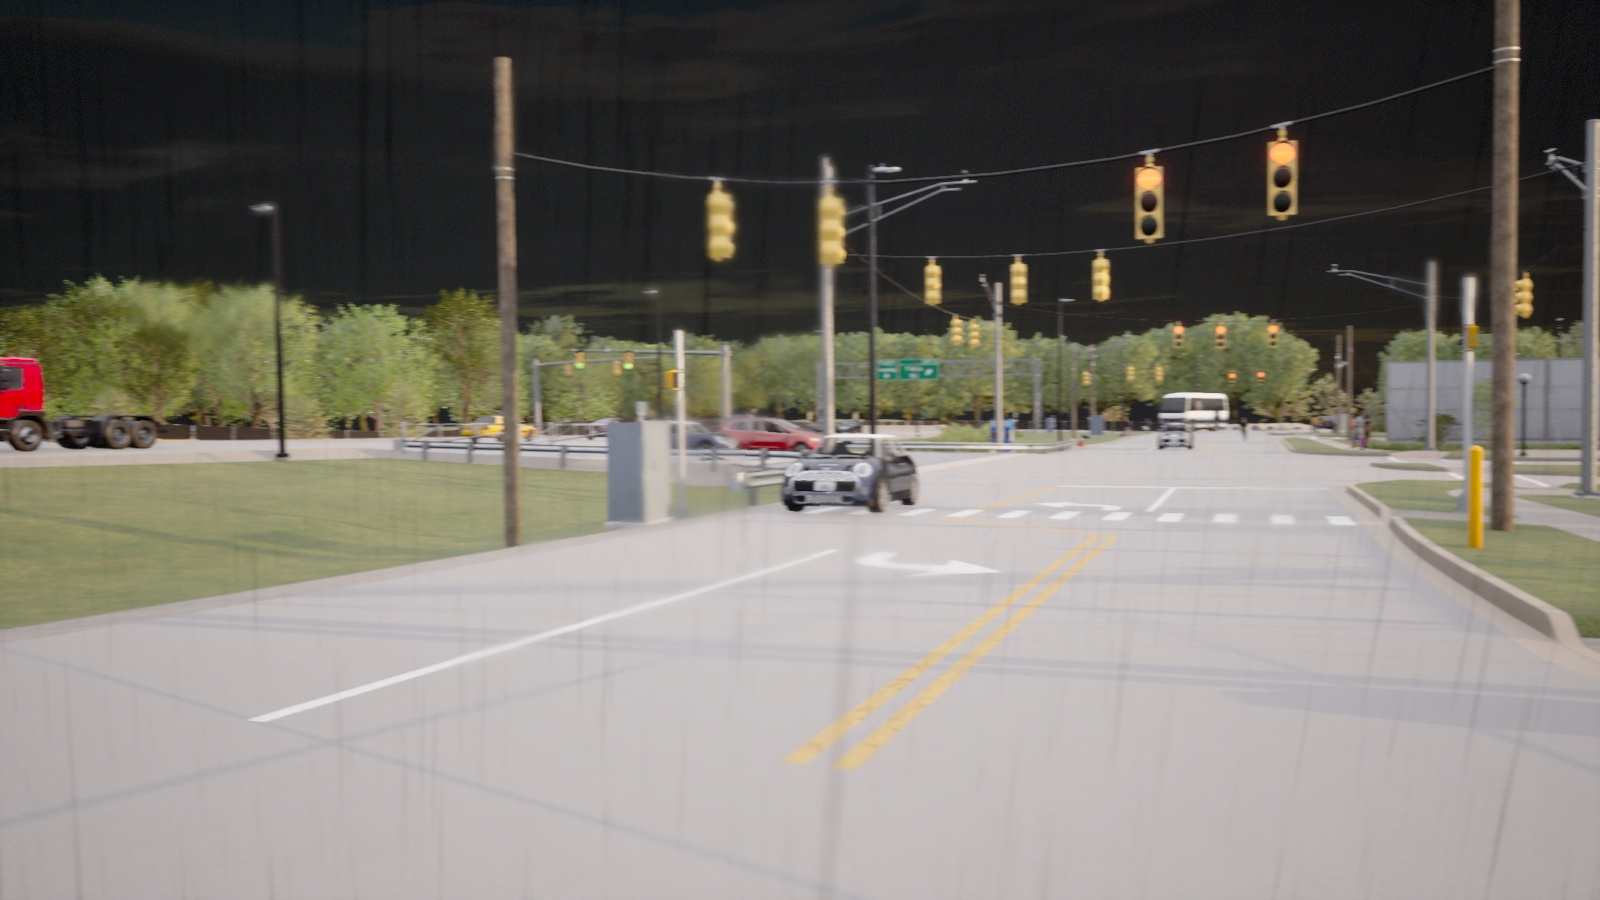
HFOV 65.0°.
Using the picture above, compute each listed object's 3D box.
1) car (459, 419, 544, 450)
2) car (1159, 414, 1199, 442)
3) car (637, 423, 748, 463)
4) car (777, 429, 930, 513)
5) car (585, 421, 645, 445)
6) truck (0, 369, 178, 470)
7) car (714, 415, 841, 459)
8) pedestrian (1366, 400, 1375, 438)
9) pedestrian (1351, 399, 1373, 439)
[{"bbox_3d":[-16.233,-0.883,68.650,1.801,1.575,5.366,-1,1,20],"label":"car"},{"bbox_3d":[21.764,-1.282,72.024,1.970,1.475,3.806,-1,2,20],"label":"car"},{"bbox_3d":[-4.123,-0.297,48.318,3.806,1.475,1.970,1,2,20],"label":"car"},{"bbox_3d":[1.139,0.363,24.681,1.970,1.475,3.806,-1,1,19],"label":"car"},{"bbox_3d":[-11.856,-1.089,80.769,1.812,1.442,4.674,-1,1,20],"label":"car"},{"bbox_3d":[-27.731,-1.126,47.134,2.891,3.462,7.936,-1,1,20],"label":"truck"},{"bbox_3d":[-0.894,-0.539,50.959,4.611,1.667,2.242,-1,1,18],"label":"car"},{"bbox_3d":[29.239,-1.605,64.351,0.396,1.930,0.692,-1,3,22],"label":"pedestrian"},{"bbox_3d":[27.903,-1.527,62.359,0.659,1.952,0.873,-2,2,-4],"label":"pedestrian"}]
